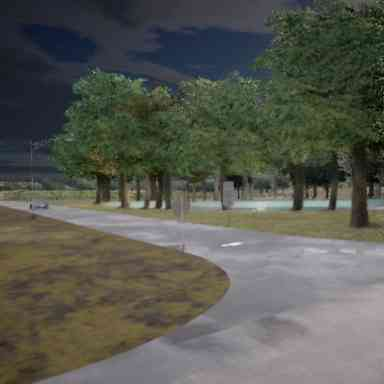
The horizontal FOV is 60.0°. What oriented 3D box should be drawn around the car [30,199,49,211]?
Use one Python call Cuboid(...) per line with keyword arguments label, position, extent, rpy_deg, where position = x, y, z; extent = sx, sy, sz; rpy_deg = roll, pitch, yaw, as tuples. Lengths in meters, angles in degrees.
Cuboid(label="car", position=(-21.932, 1.799, 47.692), extent=(2.128, 1.511, 4.902), rpy_deg=(-2, 1, -35))
